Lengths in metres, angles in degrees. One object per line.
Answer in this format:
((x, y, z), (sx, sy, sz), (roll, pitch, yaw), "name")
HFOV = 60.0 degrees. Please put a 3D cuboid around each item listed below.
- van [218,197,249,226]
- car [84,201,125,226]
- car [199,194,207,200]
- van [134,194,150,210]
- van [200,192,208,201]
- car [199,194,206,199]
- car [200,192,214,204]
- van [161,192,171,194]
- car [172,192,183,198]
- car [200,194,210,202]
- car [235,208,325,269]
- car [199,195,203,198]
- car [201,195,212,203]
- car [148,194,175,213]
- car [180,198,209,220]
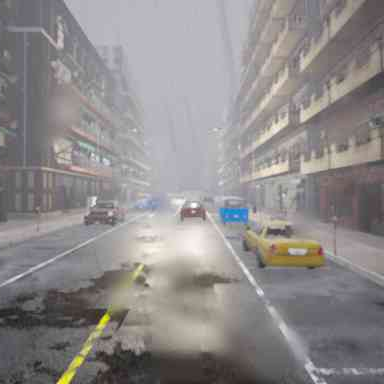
((2.665, 1.216, 21.944), (1.690, 1.788, 3.998), (1, 0, 0), "van")
((-5.683, 1.315, 22.012), (1.967, 1.590, 4.097), (1, 0, 0), "car")
((2.646, 1.121, 78.649), (1.802, 1.307, 4.206), (1, 0, 0), "car")
((-5.686, 1.117, 39.024), (1.690, 1.788, 3.998), (1, 0, 0), "van")
((2.651, 0.914, 72.977), (1.690, 1.788, 3.998), (1, 0, 0), "van")
((2.644, 1.086, 84.320), (1.802, 1.307, 4.206), (1, 0, 0), "car")
((2.654, 1.116, 55.966), (1.967, 1.590, 4.097), (1, 0, 0), "car")
((-5.694, 0.948, 67.377), (1.690, 1.788, 3.998), (1, 0, 0), "van")
((-3.022, 0.748, 76.092), (1.882, 1.535, 5.008), (0, 0, 0), "car")
((2.650, 1.132, 67.478), (1.752, 1.417, 4.829), (1, 0, 0), "car")
((2.688, 1.464, 10.774), (1.752, 1.417, 4.829), (1, 0, 0), "car")
((0.089, 1.360, 41.710), (1.895, 1.301, 4.718), (0, 0, 0), "car")
((2.651, 1.207, 61.638), (1.947, 1.339, 4.313), (1, 0, 0), "car")
((-3.107, 1.279, 34.621), (1.882, 1.535, 5.008), (0, 0, 0), "car")
((0.091, 1.413, 26.450), (1.994, 1.385, 4.181), (0, 0, 0), "car")
